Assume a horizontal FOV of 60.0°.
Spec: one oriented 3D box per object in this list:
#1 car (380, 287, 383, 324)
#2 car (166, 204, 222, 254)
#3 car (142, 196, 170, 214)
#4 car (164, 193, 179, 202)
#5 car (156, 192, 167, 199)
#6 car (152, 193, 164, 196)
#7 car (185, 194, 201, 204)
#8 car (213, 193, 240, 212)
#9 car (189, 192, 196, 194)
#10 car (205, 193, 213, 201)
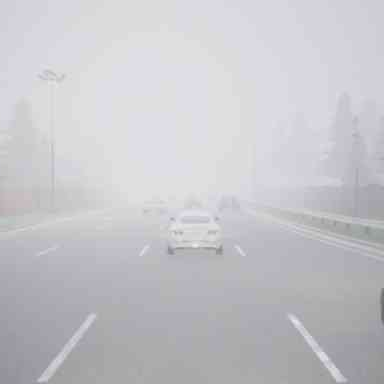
[{"bbox_3d":[3.602,1.201,2.083,2.150,2.045,5.566,0,1,0],"label":"car"},{"bbox_3d":[0.105,1.405,12.763,1.812,1.442,4.674,0,1,0],"label":"car"},{"bbox_3d":[-3.389,1.313,30.749,1.895,1.301,4.718,0,1,0],"label":"car"},{"bbox_3d":[-3.379,0.927,58.981,1.882,1.535,5.008,0,0,0],"label":"car"},{"bbox_3d":[-6.974,0.831,76.012,2.033,1.411,5.357,0,1,0],"label":"car"},{"bbox_3d":[-6.977,0.933,65.810,2.033,1.411,5.357,0,1,0],"label":"car"},{"bbox_3d":[0.115,1.229,39.679,1.895,1.301,4.718,0,1,0],"label":"car"},{"bbox_3d":[3.612,1.033,33.915,2.097,1.767,4.553,0,0,0],"label":"car"},{"bbox_3d":[0.109,0.760,63.239,2.097,1.767,4.553,0,0,0],"label":"car"},{"bbox_3d":[3.621,0.944,62.095,1.812,1.442,4.674,0,1,0],"label":"car"}]
